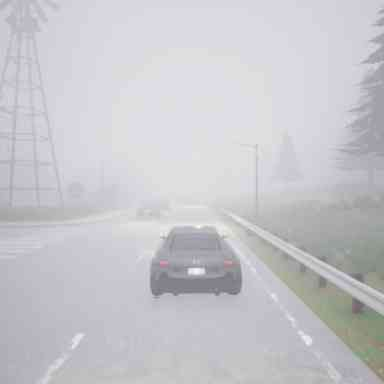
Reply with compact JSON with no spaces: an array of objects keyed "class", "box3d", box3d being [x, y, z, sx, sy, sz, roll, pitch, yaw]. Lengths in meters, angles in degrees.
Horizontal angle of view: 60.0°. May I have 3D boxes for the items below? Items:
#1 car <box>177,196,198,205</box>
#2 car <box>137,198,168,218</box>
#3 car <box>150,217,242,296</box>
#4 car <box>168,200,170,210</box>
[{"class":"car","box3d":[-0.764,1.390,56.141,2.128,1.511,4.902,0,0,-29]},{"class":"car","box3d":[-3.587,1.439,28.921,2.128,1.511,4.902,0,0,0]},{"class":"car","box3d":[0.042,1.547,8.614,1.994,1.385,4.181,0,0,-1]},{"class":"car","box3d":[-3.553,1.435,38.675,1.837,1.490,4.892,0,0,0]}]
